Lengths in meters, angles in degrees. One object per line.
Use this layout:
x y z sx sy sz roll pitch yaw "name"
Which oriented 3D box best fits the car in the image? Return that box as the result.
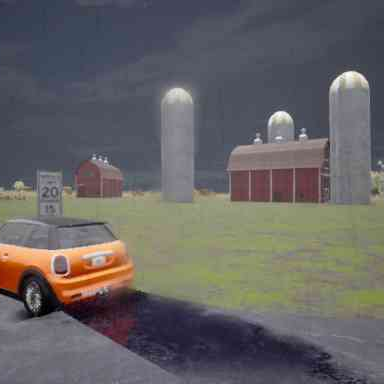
-3.522 1.354 7.665 4.553 1.767 2.097 0 0 36 "car"
